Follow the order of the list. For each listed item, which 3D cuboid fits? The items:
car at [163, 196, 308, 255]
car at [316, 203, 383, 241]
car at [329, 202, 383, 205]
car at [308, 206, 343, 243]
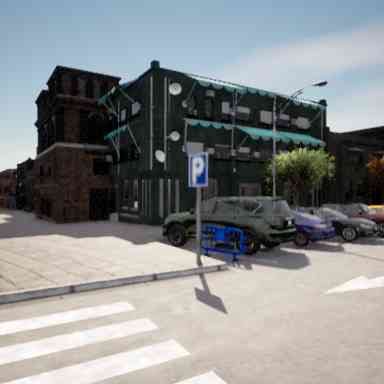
[{"bbox_3d":[1.344,1.213,13.377,5.566,2.045,2.435,-1,-1,38],"label":"car"},{"bbox_3d":[6.407,1.484,16.470,4.892,1.521,2.231,-1,-1,38],"label":"car"},{"bbox_3d":[8.906,1.366,18.040,4.553,1.767,2.185,-1,-1,38],"label":"car"},{"bbox_3d":[3.892,1.513,14.914,4.674,1.452,2.002,-1,-1,38],"label":"car"}]
